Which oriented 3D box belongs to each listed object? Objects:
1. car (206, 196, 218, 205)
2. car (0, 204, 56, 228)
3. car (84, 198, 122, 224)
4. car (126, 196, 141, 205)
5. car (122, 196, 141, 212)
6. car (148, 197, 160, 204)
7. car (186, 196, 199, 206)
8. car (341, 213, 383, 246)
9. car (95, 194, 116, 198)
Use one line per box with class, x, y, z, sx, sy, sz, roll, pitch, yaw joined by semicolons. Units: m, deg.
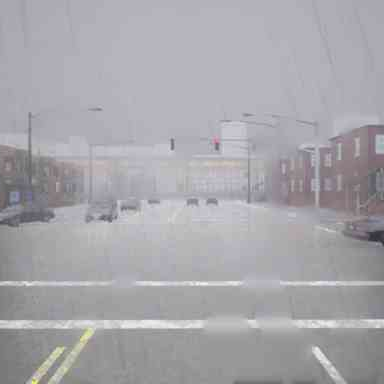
car;3.481;1.505;58.461;1.837;1.490;4.892;0;0;0
car;-11.603;1.548;22.747;2.033;1.411;5.357;0;0;13
car;-6.788;1.491;25.105;2.128;1.511;4.902;0;0;-6
car;-10.552;1.477;60.090;1.882;1.535;5.008;0;0;0
car;-7.112;1.506;38.891;1.837;1.490;4.892;0;0;0
car;-7.038;1.601;61.515;1.895;1.301;4.718;0;0;0
car;0.085;1.478;56.346;1.882;1.535;5.008;0;0;0
car;9.299;1.535;14.128;5.357;1.411;2.033;-1;0;2
car;-10.612;1.222;40.295;2.150;2.045;5.566;0;0;0
